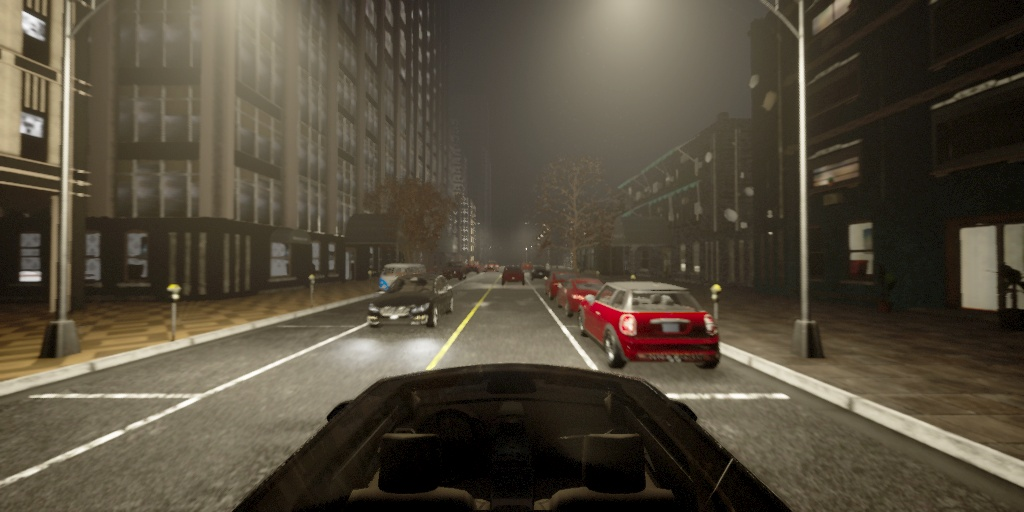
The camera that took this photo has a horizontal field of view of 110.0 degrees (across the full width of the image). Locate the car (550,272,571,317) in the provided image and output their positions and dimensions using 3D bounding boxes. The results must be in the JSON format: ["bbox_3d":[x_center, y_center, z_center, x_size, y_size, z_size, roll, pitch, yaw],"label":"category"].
[{"bbox_3d":[2.691,1.474,13.546,1.802,1.307,4.207,0,0,0],"label":"car"}]

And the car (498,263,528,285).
[{"bbox_3d":[0.097,1.571,29.906,1.882,1.535,5.008,0,-1,0],"label":"car"}]

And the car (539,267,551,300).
[{"bbox_3d":[2.691,1.505,19.083,1.888,1.381,4.507,0,0,0],"label":"car"}]

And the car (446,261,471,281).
[{"bbox_3d":[-5.690,1.479,35.694,2.192,1.841,5.009,0,0,0],"label":"car"}]

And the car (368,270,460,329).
[{"bbox_3d":[-3.101,1.376,11.874,1.837,1.490,4.892,0,-1,0],"label":"car"}]

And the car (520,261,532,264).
[{"bbox_3d":[2.690,1.831,63.376,2.192,1.841,5.009,0,0,0],"label":"car"}]

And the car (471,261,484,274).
[{"bbox_3d":[-5.691,1.689,52.304,2.192,1.841,5.009,0,0,0],"label":"car"}]

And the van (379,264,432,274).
[{"bbox_3d":[-5.691,1.300,19.084,1.690,1.789,3.998,0,0,0],"label":"van"}]

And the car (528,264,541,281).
[{"bbox_3d":[2.690,1.731,35.693,1.948,1.339,4.313,0,0,0],"label":"car"}]

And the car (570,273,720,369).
[{"bbox_3d":[2.691,1.265,8.010,1.967,1.591,4.097,0,0,0],"label":"car"}]

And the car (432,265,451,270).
[{"bbox_3d":[-5.691,1.572,24.621,1.888,1.381,4.507,0,0,0],"label":"car"}]

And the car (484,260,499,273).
[{"bbox_3d":[-2.999,1.554,53.734,2.097,1.767,4.553,0,-1,0],"label":"car"}]
